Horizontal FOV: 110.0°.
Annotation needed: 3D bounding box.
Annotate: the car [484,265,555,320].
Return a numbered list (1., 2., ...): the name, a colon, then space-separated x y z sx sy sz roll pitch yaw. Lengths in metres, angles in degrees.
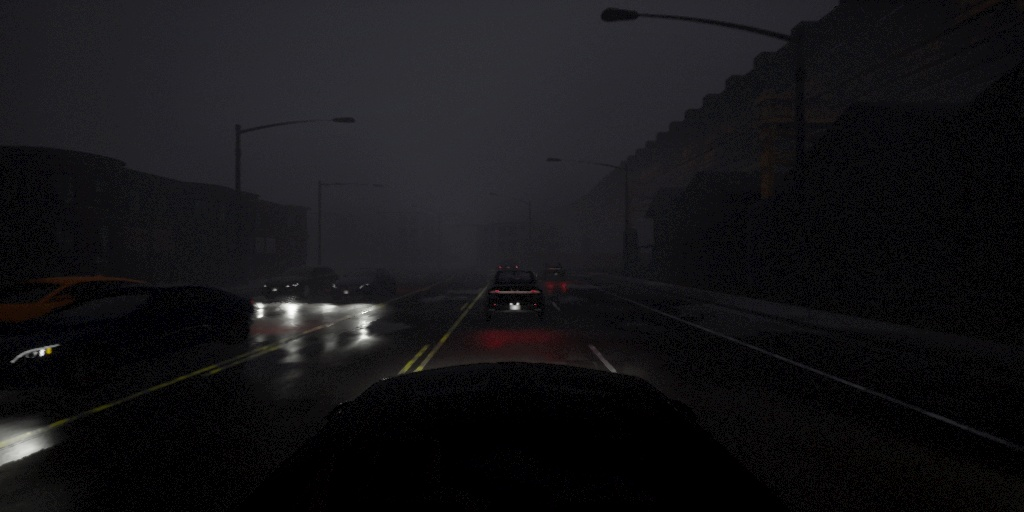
1. car: 0.086 1.244 12.577 2.128 1.511 4.902 0 0 0

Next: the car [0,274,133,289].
1. car: -10.603 1.236 8.408 1.882 1.535 5.008 0 0 0

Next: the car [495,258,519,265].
1. car: -0.634 1.112 36.284 2.097 1.767 4.553 0 0 -8

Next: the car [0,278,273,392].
1. car: -7.101 1.281 6.871 1.812 1.442 4.674 0 0 0

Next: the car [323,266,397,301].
1. car: -7.107 1.284 17.735 1.812 1.442 4.674 0 0 1

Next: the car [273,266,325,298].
1. car: -10.602 1.266 18.443 1.837 1.490 4.892 0 0 0

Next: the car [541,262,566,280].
1. car: 3.371 1.248 30.914 2.128 1.511 4.902 0 0 -3
